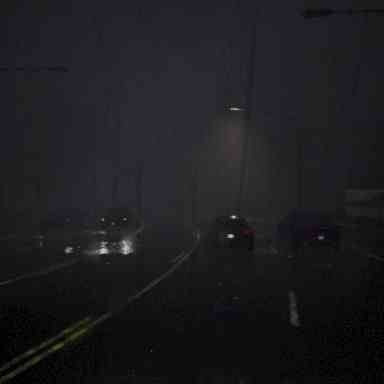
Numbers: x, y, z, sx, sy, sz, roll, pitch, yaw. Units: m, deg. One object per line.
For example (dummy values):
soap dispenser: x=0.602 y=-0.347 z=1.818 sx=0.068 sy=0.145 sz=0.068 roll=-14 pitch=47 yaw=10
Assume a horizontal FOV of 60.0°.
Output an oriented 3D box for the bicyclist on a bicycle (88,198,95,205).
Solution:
bicyclist on a bicycle: x=-23.609 y=2.257 z=78.292 sx=1.656 sy=1.620 sz=0.582 roll=1 pitch=-1 yaw=-8

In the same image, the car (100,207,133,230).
car: x=-5.301 y=1.815 z=23.881 sx=1.812 sy=1.442 sz=4.674 roll=0 pitch=-1 yaw=-5

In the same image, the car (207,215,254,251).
car: x=1.717 y=1.742 z=15.158 sx=1.994 sy=1.385 sz=4.181 roll=0 pitch=-1 yaw=5

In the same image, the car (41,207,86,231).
car: x=-8.740 y=1.761 z=22.955 sx=1.882 sy=1.535 sz=5.008 roll=0 pitch=-1 yaw=-4

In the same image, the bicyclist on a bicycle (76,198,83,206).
bicyclist on a bicycle: x=-24.532 y=2.188 z=72.502 sx=0.582 sy=1.620 sz=1.656 roll=0 pitch=0 yaw=11

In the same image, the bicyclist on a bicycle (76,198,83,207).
bicyclist on a bicycle: x=-24.223 y=2.254 z=71.581 sx=1.656 sy=1.620 sz=0.582 roll=-10 pitch=9 yaw=-44

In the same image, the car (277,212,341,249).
car: x=5.252 y=1.655 z=15.483 sx=1.882 sy=1.535 sz=5.008 roll=0 pitch=0 yaw=5
